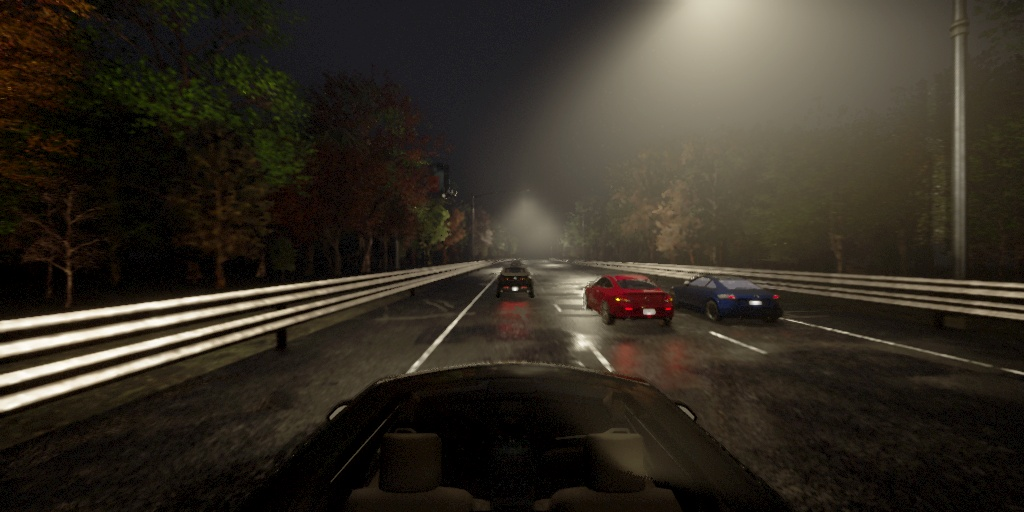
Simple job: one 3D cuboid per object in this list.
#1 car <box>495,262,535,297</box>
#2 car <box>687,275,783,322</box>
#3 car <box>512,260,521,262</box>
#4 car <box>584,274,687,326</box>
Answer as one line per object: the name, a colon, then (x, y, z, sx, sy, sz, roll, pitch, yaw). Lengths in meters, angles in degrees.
car: (0.165, 1.293, 19.320, 1.837, 1.490, 4.892, 0, 0, 0)
car: (7.122, 1.344, 12.473, 1.994, 1.385, 4.181, 0, 0, 0)
car: (0.705, 1.364, 53.216, 1.837, 1.490, 4.892, 0, 0, 1)
car: (3.616, 1.300, 11.716, 1.812, 1.442, 4.674, 0, 0, 0)
